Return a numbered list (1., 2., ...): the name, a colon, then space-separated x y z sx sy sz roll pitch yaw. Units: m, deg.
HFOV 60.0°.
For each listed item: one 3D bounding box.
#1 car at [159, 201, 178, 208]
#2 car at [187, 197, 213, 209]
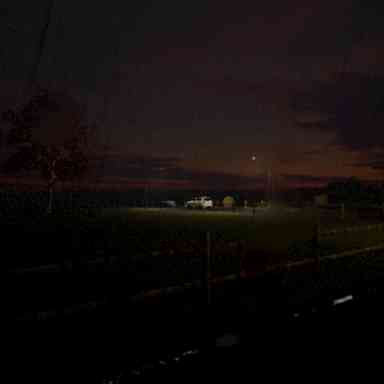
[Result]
1. car: -4.765 2.485 67.114 2.033 1.411 5.357 0 -1 -34
2. car: 1.281 1.949 58.309 2.150 2.045 5.566 0 -1 -35
